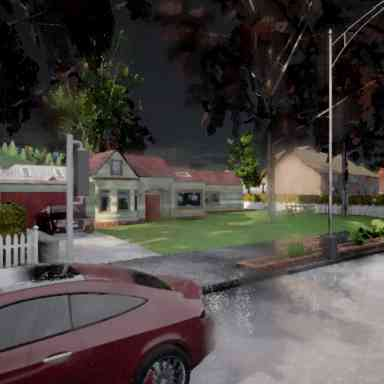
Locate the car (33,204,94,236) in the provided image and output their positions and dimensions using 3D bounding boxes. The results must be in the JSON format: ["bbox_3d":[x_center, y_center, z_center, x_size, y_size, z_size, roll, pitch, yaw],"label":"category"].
[{"bbox_3d":[-6.299,1.300,16.141,1.994,1.381,4.181,0,0,-37],"label":"car"}]

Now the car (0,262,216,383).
[{"bbox_3d":[-1.839,1.526,3.247,4.674,1.442,1.812,0,0,-37],"label":"car"}]
